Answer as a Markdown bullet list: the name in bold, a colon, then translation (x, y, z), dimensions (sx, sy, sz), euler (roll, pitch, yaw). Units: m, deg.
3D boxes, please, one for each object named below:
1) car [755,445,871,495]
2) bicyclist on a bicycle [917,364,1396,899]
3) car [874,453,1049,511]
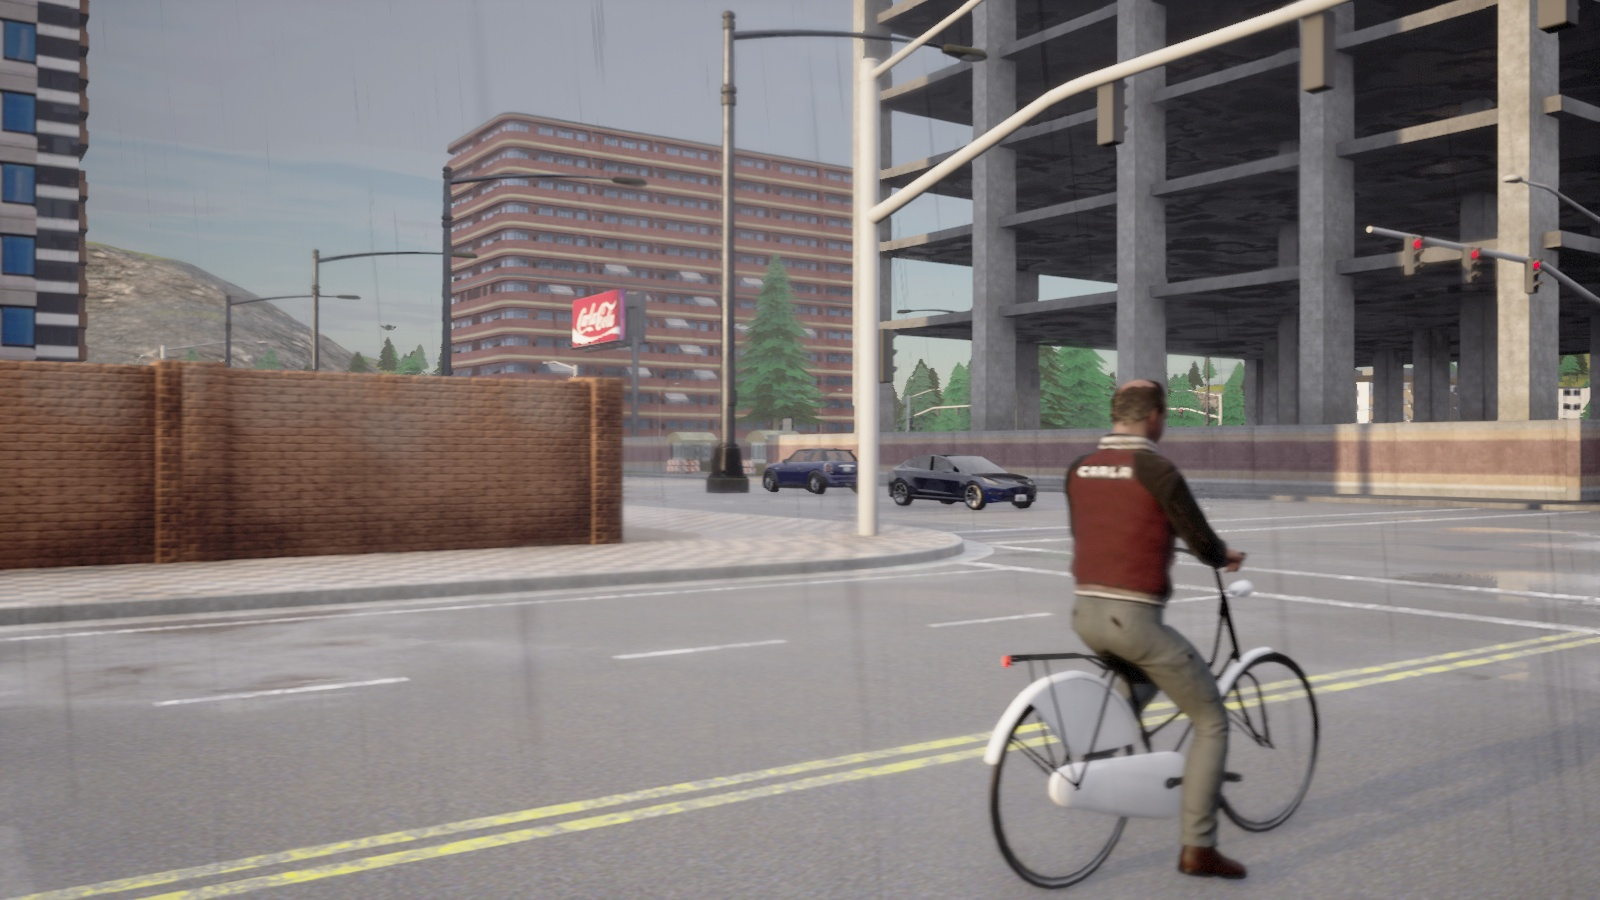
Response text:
- **car**: translation (0.428, 0.717, 46.731), dimensions (2.097, 1.767, 4.553), euler (0, 0, -34)
- **bicyclist on a bicycle**: translation (1.355, 0.624, 4.602), dimensions (1.843, 1.776, 0.659), euler (0, 0, -35)
- **car**: translation (4.366, 0.821, 34.754), dimensions (2.163, 1.488, 4.792), euler (0, 0, -34)
